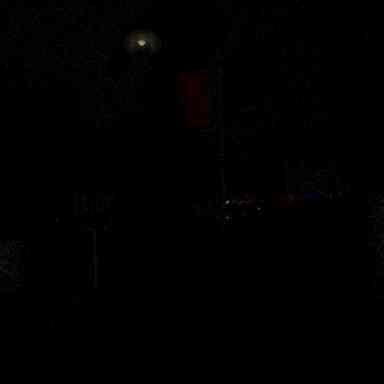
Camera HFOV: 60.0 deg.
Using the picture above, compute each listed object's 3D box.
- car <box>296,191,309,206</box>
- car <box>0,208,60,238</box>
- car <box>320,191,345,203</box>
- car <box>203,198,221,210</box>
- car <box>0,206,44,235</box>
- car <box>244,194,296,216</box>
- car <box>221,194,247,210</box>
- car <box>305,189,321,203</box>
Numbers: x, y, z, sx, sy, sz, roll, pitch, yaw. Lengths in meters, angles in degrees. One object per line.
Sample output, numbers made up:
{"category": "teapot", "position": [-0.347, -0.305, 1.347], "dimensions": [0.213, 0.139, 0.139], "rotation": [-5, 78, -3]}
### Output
{"category": "car", "position": [13.055, 1.042, 42.853], "dimensions": [1.812, 1.442, 4.674], "rotation": [-2, 0, 36]}
{"category": "car", "position": [-9.418, 1.668, 16.671], "dimensions": [2.033, 1.411, 5.357], "rotation": [-2, -1, 35]}
{"category": "car", "position": [20.530, 0.605, 47.804], "dimensions": [2.097, 1.767, 4.553], "rotation": [-2, 0, 35]}
{"category": "car", "position": [3.019, 1.440, 40.081], "dimensions": [1.994, 1.385, 4.181], "rotation": [-2, 0, 35]}
{"category": "car", "position": [-11.482, 1.724, 19.477], "dimensions": [1.837, 1.490, 4.892], "rotation": [-2, 0, 36]}
{"category": "car", "position": [6.701, 1.143, 28.031], "dimensions": [2.128, 1.511, 4.902], "rotation": [-2, -1, 35]}
{"category": "car", "position": [5.669, 1.117, 38.215], "dimensions": [2.097, 1.767, 4.553], "rotation": [-2, 0, 35]}
{"category": "car", "position": [18.752, 0.557, 51.110], "dimensions": [2.150, 2.045, 5.566], "rotation": [-2, 0, 35]}
